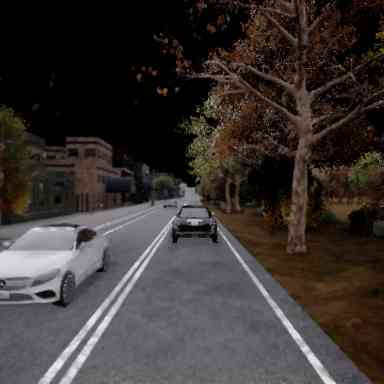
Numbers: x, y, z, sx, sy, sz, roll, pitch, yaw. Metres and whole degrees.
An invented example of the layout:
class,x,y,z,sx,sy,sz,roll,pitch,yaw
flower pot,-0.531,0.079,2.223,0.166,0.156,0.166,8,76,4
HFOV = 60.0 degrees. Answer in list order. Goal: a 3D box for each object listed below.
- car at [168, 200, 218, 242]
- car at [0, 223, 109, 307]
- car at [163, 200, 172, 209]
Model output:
class,x,y,z,sx,sy,sz,roll,pitch,yaw
car,0.124,1.419,16.871,2.097,1.767,4.553,0,0,0
car,-3.341,1.544,8.156,1.812,1.442,4.674,0,0,0
car,-3.201,1.847,50.101,1.994,1.385,4.181,0,0,0
